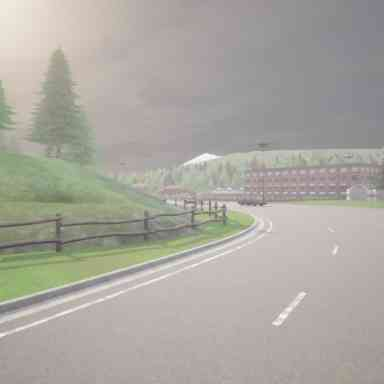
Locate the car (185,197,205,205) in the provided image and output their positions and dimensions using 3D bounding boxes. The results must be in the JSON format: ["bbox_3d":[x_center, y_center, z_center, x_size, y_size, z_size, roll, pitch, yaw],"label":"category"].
[{"bbox_3d":[0.420,1.564,60.125,1.994,1.385,4.181,0,0,-38],"label":"car"}]

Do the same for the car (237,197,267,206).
[{"bbox_3d":[9.636,1.547,53.388,2.033,1.411,5.357,0,0,-33],"label":"car"}]

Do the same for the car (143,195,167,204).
[{"bbox_3d":[-6.922,1.601,63.762,1.895,1.301,4.718,0,0,-40],"label":"car"}]
